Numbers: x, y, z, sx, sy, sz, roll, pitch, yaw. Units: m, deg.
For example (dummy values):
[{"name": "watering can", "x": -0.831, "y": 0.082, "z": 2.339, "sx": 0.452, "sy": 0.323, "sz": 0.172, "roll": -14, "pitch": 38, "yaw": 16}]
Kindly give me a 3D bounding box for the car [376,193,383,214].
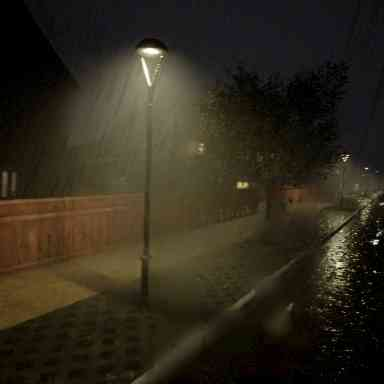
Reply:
[{"name": "car", "x": 13.617, "y": 0.720, "z": 22.468, "sx": 1.812, "sy": 1.442, "sz": 4.674, "roll": 4, "pitch": 4, "yaw": 31}]
